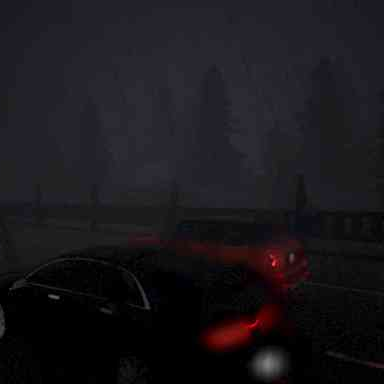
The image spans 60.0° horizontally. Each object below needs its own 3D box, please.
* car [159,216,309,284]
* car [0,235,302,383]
[{"bbox_3d":[0.325,1.371,8.061,4.553,1.767,2.097,0,0,36],"label":"car"},{"bbox_3d":[-1.178,1.521,4.834,4.892,1.490,1.837,0,0,36],"label":"car"}]
